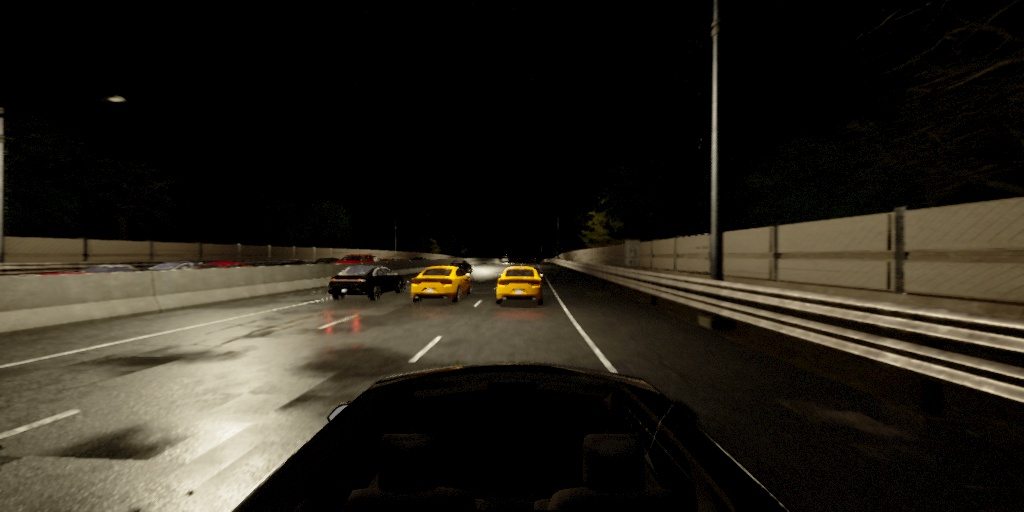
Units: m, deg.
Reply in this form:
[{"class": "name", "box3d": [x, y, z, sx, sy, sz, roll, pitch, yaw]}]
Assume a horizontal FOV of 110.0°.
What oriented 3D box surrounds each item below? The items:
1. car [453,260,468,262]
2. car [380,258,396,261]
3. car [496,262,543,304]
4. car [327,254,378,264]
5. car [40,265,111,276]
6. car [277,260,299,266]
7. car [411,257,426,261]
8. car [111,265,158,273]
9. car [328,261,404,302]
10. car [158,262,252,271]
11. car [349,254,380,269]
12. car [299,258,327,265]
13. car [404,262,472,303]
[{"class": "car", "box3d": [-5.425, 1.184, 37.958, 2.128, 1.511, 4.902, 0, 0, 3]}, {"class": "car", "box3d": [-18.628, 1.068, 53.476, 1.882, 1.535, 5.008, 0, 0, 4]}, {"class": "car", "box3d": [0.406, 1.224, 16.390, 1.882, 1.535, 5.008, 0, 0, 3]}, {"class": "car", "box3d": [-16.084, 0.841, 36.755, 2.150, 2.045, 5.566, 0, 1, 3]}, {"class": "car", "box3d": [-23.970, 1.187, 21.023, 1.895, 1.301, 4.718, 0, 0, 3]}, {"class": "car", "box3d": [-23.023, 1.143, 37.949, 1.994, 1.385, 4.181, 0, 0, 3]}, {"class": "car", "box3d": [-14.905, 0.961, 56.977, 2.097, 1.767, 4.553, 0, 0, 3]}, {"class": "car", "box3d": [-20.418, 1.101, 21.821, 2.128, 1.511, 4.902, 0, 0, 3]}, {"class": "car", "box3d": [-6.582, 1.192, 16.772, 2.128, 1.511, 4.902, 0, 0, 3]}, {"class": "car", "box3d": [-16.967, 1.109, 20.873, 1.882, 1.535, 5.008, 0, 0, 3]}, {"class": "car", "box3d": [-22.096, 0.787, 53.951, 2.150, 2.045, 5.566, 0, 0, 4]}, {"class": "car", "box3d": [-19.539, 0.954, 37.587, 2.097, 1.767, 4.553, 0, 0, 3]}, {"class": "car", "box3d": [-3.089, 1.201, 16.581, 1.882, 1.535, 5.008, 0, 0, 3]}]
